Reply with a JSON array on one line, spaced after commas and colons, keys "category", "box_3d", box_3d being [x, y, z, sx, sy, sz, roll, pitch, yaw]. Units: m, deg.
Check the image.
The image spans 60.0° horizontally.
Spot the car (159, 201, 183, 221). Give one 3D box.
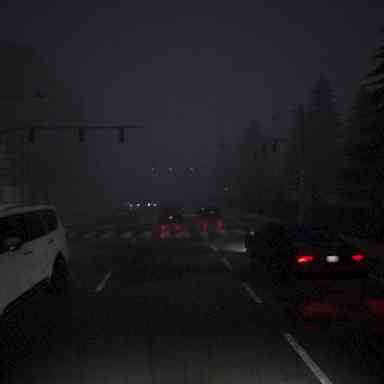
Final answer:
[{"category": "car", "box_3d": [-1.792, 1.695, 27.902, 1.895, 1.301, 4.718, -1, 0, -4]}]

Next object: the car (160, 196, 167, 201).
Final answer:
[{"category": "car", "box_3d": [-9.363, 1.858, 86.943, 2.033, 1.411, 5.357, 0, 0, -30]}]

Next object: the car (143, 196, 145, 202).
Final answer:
[{"category": "car", "box_3d": [-12.994, 1.850, 86.290, 2.033, 1.411, 5.357, 0, 0, -26]}]

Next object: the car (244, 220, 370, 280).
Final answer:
[{"category": "car", "box_3d": [2.972, 1.544, 9.903, 2.033, 1.411, 5.357, -1, 0, -4]}]

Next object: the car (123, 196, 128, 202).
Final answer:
[{"category": "car", "box_3d": [-16.027, 1.831, 84.563, 1.882, 1.535, 5.008, 0, 0, -26]}]

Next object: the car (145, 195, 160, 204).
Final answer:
[{"category": "car", "box_3d": [-8.493, 1.822, 71.362, 1.994, 1.385, 4.181, -1, 0, -4]}]

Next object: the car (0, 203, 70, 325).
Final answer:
[{"category": "car", "box_3d": [-3.917, 1.275, 5.899, 2.150, 2.045, 5.566, -1, 0, -4]}]

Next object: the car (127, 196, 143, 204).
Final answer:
[{"category": "car", "box_3d": [-11.855, 1.823, 69.595, 1.812, 1.442, 4.674, -1, 0, -4]}]

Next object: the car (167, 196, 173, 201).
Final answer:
[{"category": "car", "box_3d": [-6.791, 1.799, 89.538, 1.837, 1.490, 4.892, 0, 0, -30]}]

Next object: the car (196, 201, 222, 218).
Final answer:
[{"category": "car", "box_3d": [1.520, 1.593, 30.793, 1.812, 1.442, 4.674, -1, 0, -4]}]
